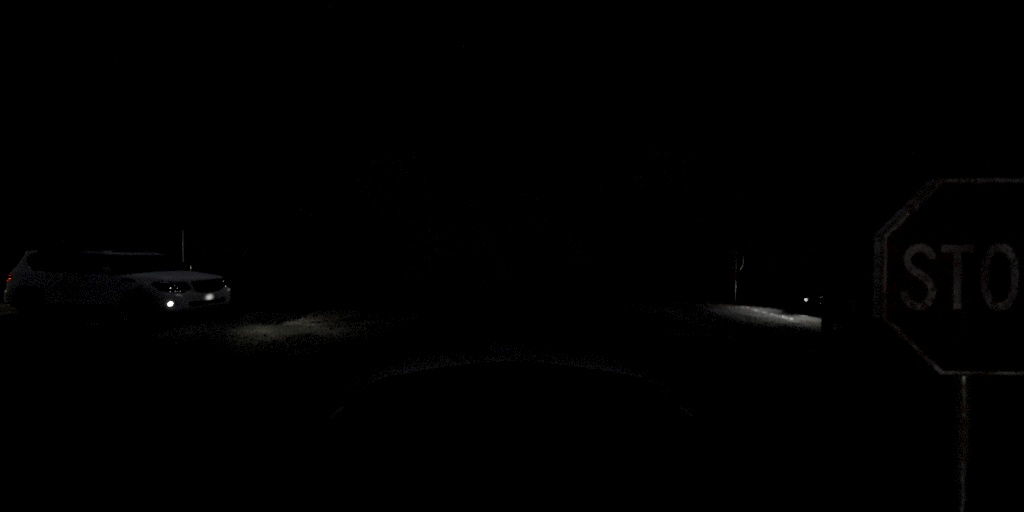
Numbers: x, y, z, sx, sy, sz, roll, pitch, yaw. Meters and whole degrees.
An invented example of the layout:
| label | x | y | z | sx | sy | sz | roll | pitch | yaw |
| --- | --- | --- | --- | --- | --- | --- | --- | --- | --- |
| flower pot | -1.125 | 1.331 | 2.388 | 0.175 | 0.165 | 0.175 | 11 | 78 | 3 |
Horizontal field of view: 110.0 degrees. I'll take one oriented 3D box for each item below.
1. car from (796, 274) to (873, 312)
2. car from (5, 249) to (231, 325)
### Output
| label | x | y | z | sx | sy | sz | roll | pitch | yaw |
| --- | --- | --- | --- | --- | --- | --- | --- | --- | --- |
| car | 13.261 | 1.398 | 13.125 | 4.892 | 1.490 | 1.837 | 1 | 0 | 2 |
| car | -11.774 | 0.832 | 10.894 | 5.566 | 2.045 | 2.150 | 1 | 0 | 4 |
